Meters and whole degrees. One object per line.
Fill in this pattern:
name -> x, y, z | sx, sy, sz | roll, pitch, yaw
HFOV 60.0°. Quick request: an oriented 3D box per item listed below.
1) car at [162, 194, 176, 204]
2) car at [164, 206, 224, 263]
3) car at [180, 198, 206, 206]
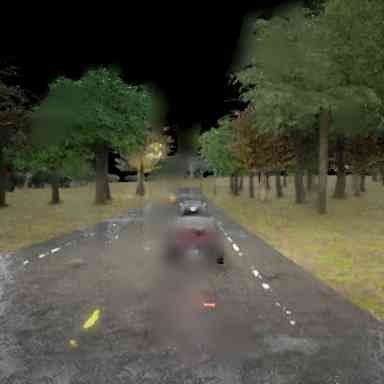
car -> -3.547, 1.028, 51.331 | 1.882, 1.535, 5.008 | 0, 1, 0
car -> 0.079, 1.486, 11.878 | 1.837, 1.490, 4.892 | 0, 0, 0
car -> 0.081, 1.297, 26.640 | 2.097, 1.767, 4.553 | 0, 0, 0
